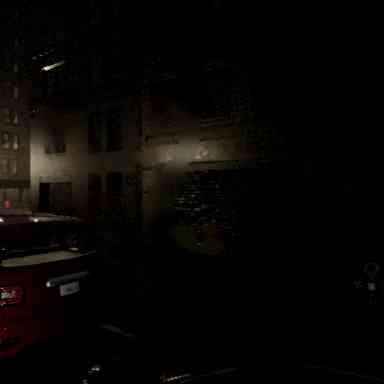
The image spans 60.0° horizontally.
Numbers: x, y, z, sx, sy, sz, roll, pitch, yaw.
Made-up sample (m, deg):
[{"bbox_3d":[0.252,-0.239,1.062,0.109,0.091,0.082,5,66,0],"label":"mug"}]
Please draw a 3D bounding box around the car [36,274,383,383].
[{"bbox_3d":[1.020,1.563,2.354,4.313,1.339,1.947,0,0,35],"label":"car"}]

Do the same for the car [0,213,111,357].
[{"bbox_3d":[-3.476,1.280,5.560,5.009,1.841,2.192,0,0,35],"label":"car"}]
